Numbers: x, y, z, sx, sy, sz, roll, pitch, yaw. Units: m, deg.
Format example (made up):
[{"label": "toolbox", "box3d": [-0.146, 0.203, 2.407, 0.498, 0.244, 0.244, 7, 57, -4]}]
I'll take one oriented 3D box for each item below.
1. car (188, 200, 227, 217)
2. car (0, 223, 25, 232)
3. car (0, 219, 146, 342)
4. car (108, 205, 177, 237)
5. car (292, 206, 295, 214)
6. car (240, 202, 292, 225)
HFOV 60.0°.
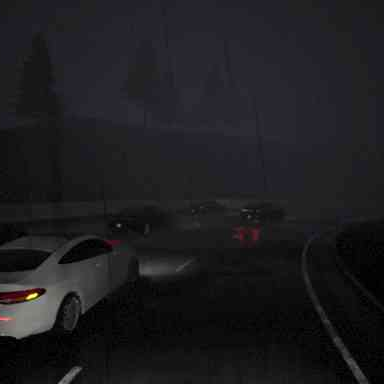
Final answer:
[{"label": "car", "box3d": [1.506, 1.510, 31.548, 1.812, 1.442, 4.674, 0, 0, 39]}, {"label": "car", "box3d": [-8.663, 1.490, 12.183, 2.033, 1.411, 5.357, 0, 0, 16]}, {"label": "car", "box3d": [-2.528, 1.507, 6.501, 1.812, 1.442, 4.674, 0, 0, 9]}, {"label": "car", "box3d": [-2.518, 1.450, 18.124, 1.882, 1.535, 5.008, 0, 0, 23]}, {"label": "car", "box3d": [8.457, 1.623, 33.580, 4.718, 1.301, 1.895, 0, 0, -44]}, {"label": "car", "box3d": [5.338, 1.502, 24.770, 2.128, 1.511, 4.902, 0, 0, 35]}]
